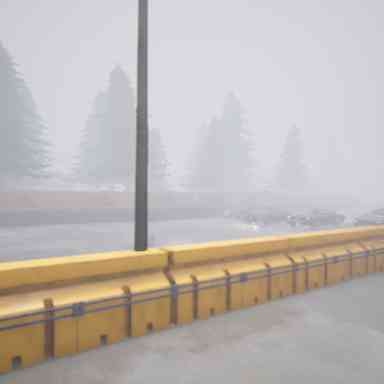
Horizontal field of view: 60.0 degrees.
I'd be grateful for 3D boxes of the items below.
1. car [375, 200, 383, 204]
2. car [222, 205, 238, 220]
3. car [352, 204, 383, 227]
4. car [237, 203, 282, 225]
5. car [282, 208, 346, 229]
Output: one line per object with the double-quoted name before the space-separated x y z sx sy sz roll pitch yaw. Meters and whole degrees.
"car" 33.472 2.136 58.487 1.994 1.385 4.181 0 0 37
"car" 4.784 1.687 29.130 4.902 1.511 2.128 1 0 -38
"car" 12.649 1.763 21.908 5.357 1.411 2.033 1 0 -38
"car" 5.899 1.748 25.598 4.181 1.385 1.994 1 0 -37
"car" 8.723 1.794 23.304 4.718 1.301 1.895 1 0 -38
